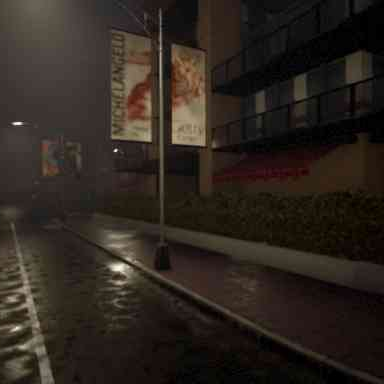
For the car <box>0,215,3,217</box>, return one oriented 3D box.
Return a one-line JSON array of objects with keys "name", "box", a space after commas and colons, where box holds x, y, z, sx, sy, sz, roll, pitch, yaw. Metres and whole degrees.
[{"name": "car", "box": [-12.009, 1.721, 18.967, 1.837, 1.490, 4.892, 0, -1, -29]}]
